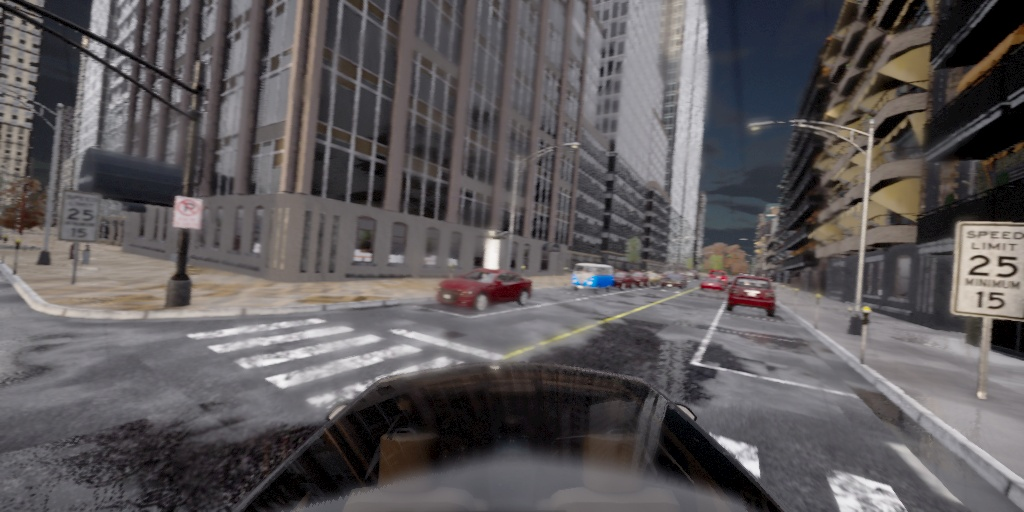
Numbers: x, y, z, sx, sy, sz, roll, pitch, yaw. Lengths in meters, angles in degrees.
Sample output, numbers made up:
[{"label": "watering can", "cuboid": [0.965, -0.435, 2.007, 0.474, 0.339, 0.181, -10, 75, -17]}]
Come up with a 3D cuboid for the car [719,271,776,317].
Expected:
[{"label": "car", "cuboid": [12.180, 1.932, 18.474, 2.192, 1.841, 5.009, 0, 0, 32]}]

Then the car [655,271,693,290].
[{"label": "car", "cuboid": [15.912, 2.415, 35.017, 2.033, 1.411, 5.357, 5, 0, 33]}]

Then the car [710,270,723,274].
[{"label": "car", "cuboid": [25.584, 2.828, 44.521, 2.150, 2.045, 5.566, 5, 0, 33]}]

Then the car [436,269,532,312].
[{"label": "car", "cuboid": [-0.924, 1.143, 13.411, 1.888, 1.381, 4.507, 0, 0, 32]}]

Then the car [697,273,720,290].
[{"label": "car", "cuboid": [20.057, 2.756, 35.777, 1.994, 1.385, 4.181, 5, 0, 34]}]

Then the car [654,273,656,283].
[{"label": "car", "cuboid": [14.108, 2.254, 37.145, 1.751, 1.417, 4.829, 0, 0, 32]}]

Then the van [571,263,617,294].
[{"label": "van", "cuboid": [5.124, 1.390, 22.962, 1.690, 1.789, 3.998, 0, 0, 32]}]

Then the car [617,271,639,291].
[{"label": "car", "cuboid": [8.150, 1.821, 27.737, 1.888, 1.381, 4.507, 0, 0, 32]}]

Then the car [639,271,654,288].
[{"label": "car", "cuboid": [11.174, 2.047, 32.513, 1.888, 1.381, 4.507, 0, 0, 32]}]
